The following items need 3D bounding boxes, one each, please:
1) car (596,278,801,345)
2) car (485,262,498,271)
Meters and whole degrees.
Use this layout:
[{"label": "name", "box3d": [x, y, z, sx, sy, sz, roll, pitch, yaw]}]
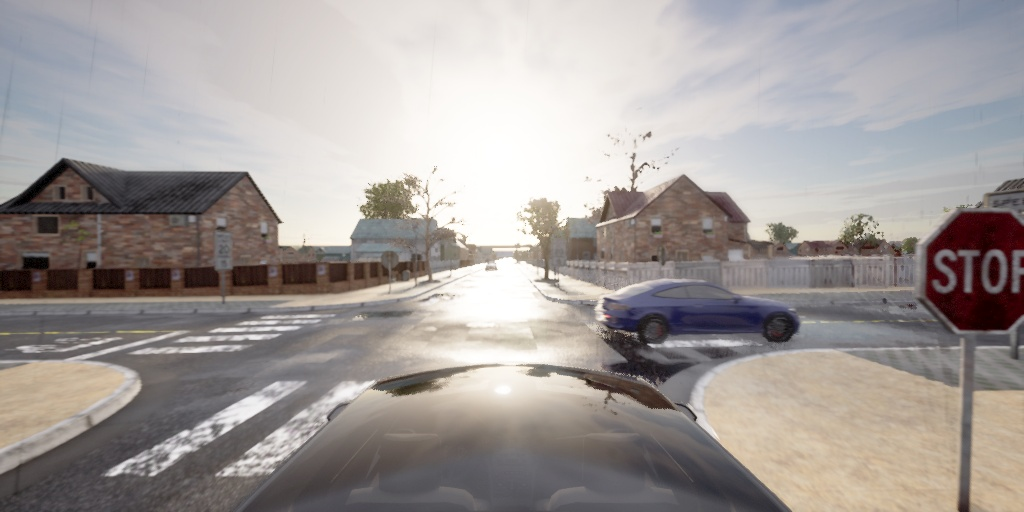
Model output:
[{"label": "car", "box3d": [4.485, 1.276, 8.978, 4.674, 1.442, 1.812, -1, 1, 0]}, {"label": "car", "box3d": [-3.310, 1.628, 58.306, 1.812, 1.442, 4.674, 0, 0, 0]}]
